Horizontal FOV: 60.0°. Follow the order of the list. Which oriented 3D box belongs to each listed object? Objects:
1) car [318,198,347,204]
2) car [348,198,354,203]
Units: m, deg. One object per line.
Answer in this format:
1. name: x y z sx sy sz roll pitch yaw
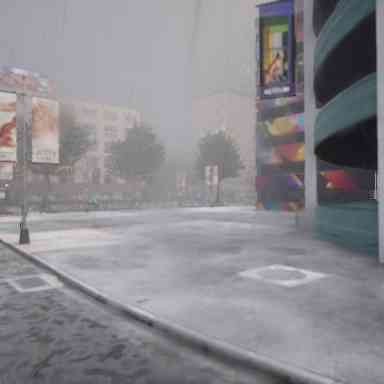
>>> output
1. car: 16.256 1.516 40.008 4.674 1.452 2.002 0 -1 -39
2. car: 23.220 1.646 50.836 4.786 1.482 2.161 0 -1 -39
